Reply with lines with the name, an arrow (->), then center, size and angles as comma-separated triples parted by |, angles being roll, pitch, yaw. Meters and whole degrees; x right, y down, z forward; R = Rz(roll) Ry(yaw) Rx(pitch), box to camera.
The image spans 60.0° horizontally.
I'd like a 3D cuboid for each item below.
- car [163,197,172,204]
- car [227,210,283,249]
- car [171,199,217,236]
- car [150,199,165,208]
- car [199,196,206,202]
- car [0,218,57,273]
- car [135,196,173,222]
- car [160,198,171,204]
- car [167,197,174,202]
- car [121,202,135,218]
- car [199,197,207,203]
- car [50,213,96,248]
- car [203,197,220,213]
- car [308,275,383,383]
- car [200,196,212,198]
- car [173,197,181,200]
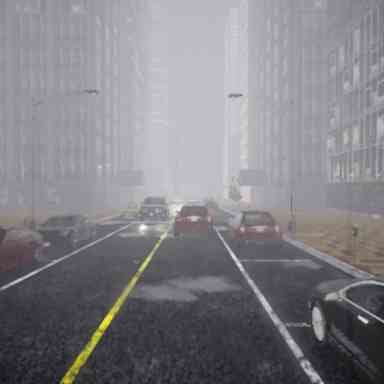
car -> -5.695, 1.947, 77.472 | 1.947, 1.339, 4.313 | -1, 0, 0
car -> 2.677, 1.527, 14.997 | 1.967, 1.590, 4.097 | -1, 0, 0
car -> 0.101, 1.462, 19.296 | 2.097, 1.767, 4.553 | 0, 0, 0
car -> -5.698, 1.838, 54.775 | 2.008, 1.369, 4.403 | -1, 0, 0
car -> 2.686, 1.949, 88.936 | 1.752, 1.417, 4.829 | -1, 0, 0
car -> -5.668, 1.637, 9.384 | 1.802, 1.307, 4.206 | -1, 0, 0
car -> -3.093, 1.377, 28.144 | 2.150, 2.045, 5.566 | 0, 0, 0
car -> -5.696, 1.925, 71.798 | 1.947, 1.339, 4.313 | -1, 0, 0
car -> -5.695, 1.947, 88.651 | 1.752, 1.417, 4.829 | -1, 0, 0
car -> -5.685, 1.699, 31.909 | 1.752, 1.417, 4.829 | -1, 0, 0
car -> 2.685, 1.928, 83.262 | 1.752, 1.417, 4.829 | -1, 0, 0
car -> -5.668, 1.653, 15.057 | 1.947, 1.339, 4.313 | -1, 0, 0
car -> 2.357, 1.725, 41.151 | 1.837, 1.490, 4.892 | 0, 0, 0
car -> 2.678, 1.573, 3.647 | 2.008, 1.369, 4.403 | -1, 0, 0
car -> 2.678, 1.602, 54.718 | 2.192, 1.841, 5.009 | -1, 0, 0
car -> -2.995, 1.867, 70.492 | 1.812, 1.442, 4.674 | 0, 0, 0
